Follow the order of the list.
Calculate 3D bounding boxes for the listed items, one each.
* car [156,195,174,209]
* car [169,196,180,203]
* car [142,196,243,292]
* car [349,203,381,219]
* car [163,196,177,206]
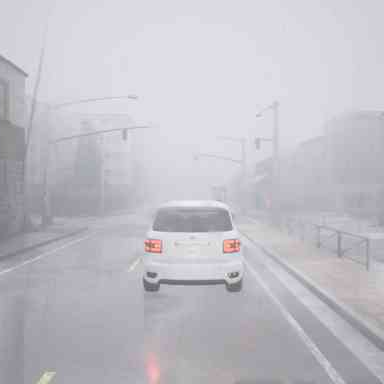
[{"bbox_3d":[-3.703,1.352,46.586,2.097,1.767,4.553,0,0,0],"label":"car"},{"bbox_3d":[-3.659,1.507,69.975,2.033,1.411,5.357,0,0,0],"label":"car"},{"bbox_3d":[0.033,1.221,9.074,2.150,2.045,5.566,0,0,1],"label":"car"},{"bbox_3d":[16.648,1.740,30.262,4.181,1.385,1.994,0,0,0],"label":"car"},{"bbox_3d":[-3.711,1.492,57.013,2.128,1.511,4.902,0,0,0],"label":"car"}]
